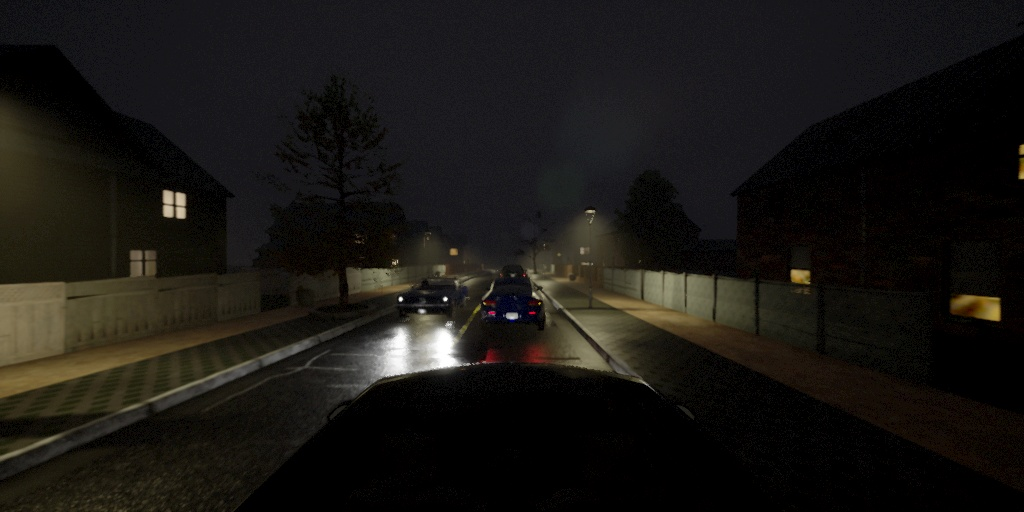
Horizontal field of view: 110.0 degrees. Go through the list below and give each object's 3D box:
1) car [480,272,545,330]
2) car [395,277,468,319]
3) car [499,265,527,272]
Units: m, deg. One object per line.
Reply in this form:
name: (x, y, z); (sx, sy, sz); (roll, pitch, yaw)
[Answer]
car: (0.024, 1.390, 11.456); (1.812, 1.442, 4.674); (0, -1, 1)
car: (-2.857, 1.493, 13.665); (1.895, 1.301, 4.718); (0, -1, 0)
car: (0.067, 1.422, 26.653); (2.097, 1.767, 4.553); (0, -1, 0)
